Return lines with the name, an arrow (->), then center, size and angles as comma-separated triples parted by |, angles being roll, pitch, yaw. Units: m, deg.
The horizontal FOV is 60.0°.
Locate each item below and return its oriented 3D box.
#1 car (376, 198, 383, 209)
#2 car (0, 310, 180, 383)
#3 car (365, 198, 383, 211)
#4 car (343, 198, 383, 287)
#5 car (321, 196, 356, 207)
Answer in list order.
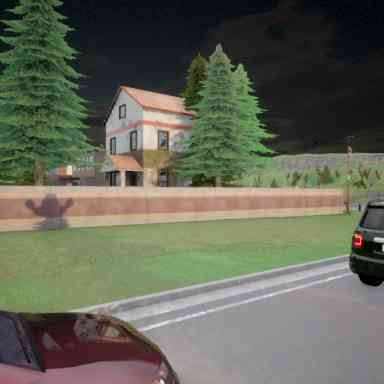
car -> 26.742, 1.526, 43.062 | 1.812, 1.442, 4.674 | 0, 0, -36
car -> -2.115, 1.564, 2.355 | 4.181, 1.385, 1.994 | 0, 0, -34
car -> 24.168, 1.492, 40.651 | 2.128, 1.511, 4.902 | 0, 0, -37
car -> 6.113, 1.221, 8.137 | 5.566, 2.045, 2.150 | 0, 0, -35
car -> 23.484, 1.504, 53.479 | 1.837, 1.490, 4.892 | 0, 0, -36
